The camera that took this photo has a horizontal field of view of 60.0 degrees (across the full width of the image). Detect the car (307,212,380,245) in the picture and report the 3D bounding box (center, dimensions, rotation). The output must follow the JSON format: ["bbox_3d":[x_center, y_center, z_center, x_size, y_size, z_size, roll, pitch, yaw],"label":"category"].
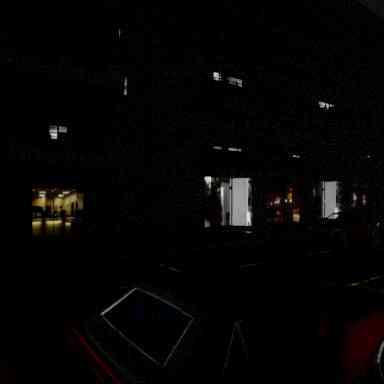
[{"bbox_3d":[7.172,1.583,15.538,4.206,1.307,1.802,0,0,-35],"label":"car"}]

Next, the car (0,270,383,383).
[{"bbox_3d":[0.513,1.601,3.682,4.718,1.301,1.895,0,0,-35],"label":"car"}]
